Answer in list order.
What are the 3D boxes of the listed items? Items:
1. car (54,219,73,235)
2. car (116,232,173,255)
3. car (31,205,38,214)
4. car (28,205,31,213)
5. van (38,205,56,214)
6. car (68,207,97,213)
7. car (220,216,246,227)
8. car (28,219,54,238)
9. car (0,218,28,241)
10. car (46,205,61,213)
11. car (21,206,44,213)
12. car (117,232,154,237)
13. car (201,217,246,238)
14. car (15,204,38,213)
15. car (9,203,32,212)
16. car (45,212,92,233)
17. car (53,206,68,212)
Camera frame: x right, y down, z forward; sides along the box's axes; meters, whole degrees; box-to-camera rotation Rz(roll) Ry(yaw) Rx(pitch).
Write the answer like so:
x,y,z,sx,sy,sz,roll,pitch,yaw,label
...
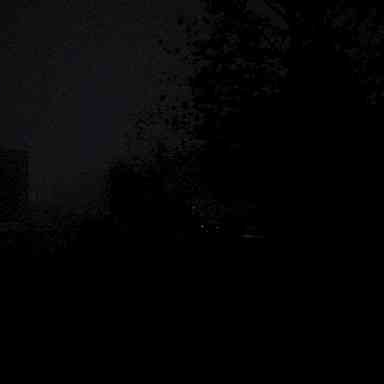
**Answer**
x,y,z,sx,sy,sz,roll,pitch,yaw,label
-17.784,4.450,41.105,4.792,1.488,2.163,0,0,17,car
-4.370,4.669,30.749,4.792,1.488,2.163,2,1,17,car
-32.121,4.027,72.998,2.097,1.535,5.008,1,1,19,car
-34.486,3.864,74.847,2.185,1.767,4.553,0,1,19,car
-29.819,3.841,70.997,1.878,1.987,4.442,1,1,19,van
-20.405,3.966,63.570,2.435,2.045,5.566,1,1,19,car
6.456,4.587,52.462,1.895,1.301,4.718,0,-1,-24,car
-19.575,4.169,38.740,5.566,2.045,2.435,0,0,17,car
-21.369,4.170,36.387,5.566,2.045,2.435,0,0,17,car
-27.449,4.143,69.231,2.002,1.452,4.674,0,1,19,car
-36.810,3.992,76.761,2.002,1.452,4.674,0,1,19,car
-6.195,4.389,28.337,5.566,2.045,2.435,1,1,17,car
2.571,3.038,28.187,1.812,1.442,4.674,1,-4,37,car
-39.130,3.789,78.673,2.185,1.767,4.553,1,1,19,car
-41.466,3.753,80.557,2.185,1.767,4.553,1,1,19,car
-16.047,4.168,43.449,5.566,2.045,2.435,0,0,17,car
-25.041,4.135,67.532,1.946,1.575,5.366,0,1,19,car
